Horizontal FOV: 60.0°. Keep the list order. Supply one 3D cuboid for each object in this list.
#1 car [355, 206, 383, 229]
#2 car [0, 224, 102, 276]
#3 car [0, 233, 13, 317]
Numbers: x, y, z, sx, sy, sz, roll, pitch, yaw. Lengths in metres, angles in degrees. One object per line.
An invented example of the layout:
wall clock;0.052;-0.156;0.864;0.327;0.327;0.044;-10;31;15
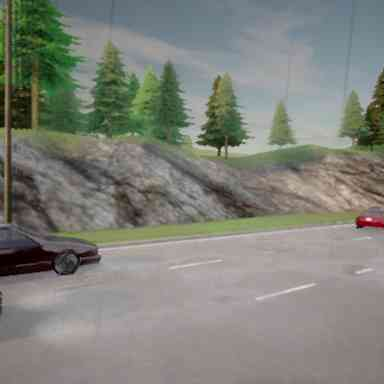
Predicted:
car;12.207;1.605;21.018;4.181;1.385;1.994;0;0;-35
car;-5.208;1.548;8.630;5.357;1.411;2.033;0;0;-36
car;-5.157;1.522;4.366;4.674;1.442;1.812;0;0;-36
